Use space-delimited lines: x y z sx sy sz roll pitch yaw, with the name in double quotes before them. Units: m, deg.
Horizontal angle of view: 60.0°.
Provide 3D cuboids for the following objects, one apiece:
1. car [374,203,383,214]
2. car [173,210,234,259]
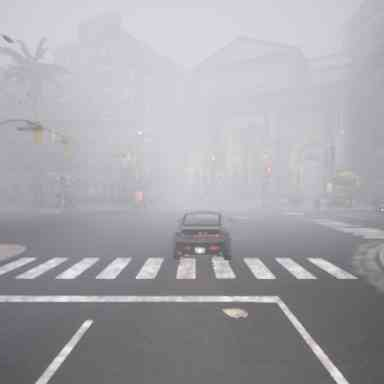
"car" 19.298 1.282 30.383 4.892 1.490 1.837 0 0 1
"car" 0.467 1.417 12.151 1.837 1.490 4.892 0 1 6
